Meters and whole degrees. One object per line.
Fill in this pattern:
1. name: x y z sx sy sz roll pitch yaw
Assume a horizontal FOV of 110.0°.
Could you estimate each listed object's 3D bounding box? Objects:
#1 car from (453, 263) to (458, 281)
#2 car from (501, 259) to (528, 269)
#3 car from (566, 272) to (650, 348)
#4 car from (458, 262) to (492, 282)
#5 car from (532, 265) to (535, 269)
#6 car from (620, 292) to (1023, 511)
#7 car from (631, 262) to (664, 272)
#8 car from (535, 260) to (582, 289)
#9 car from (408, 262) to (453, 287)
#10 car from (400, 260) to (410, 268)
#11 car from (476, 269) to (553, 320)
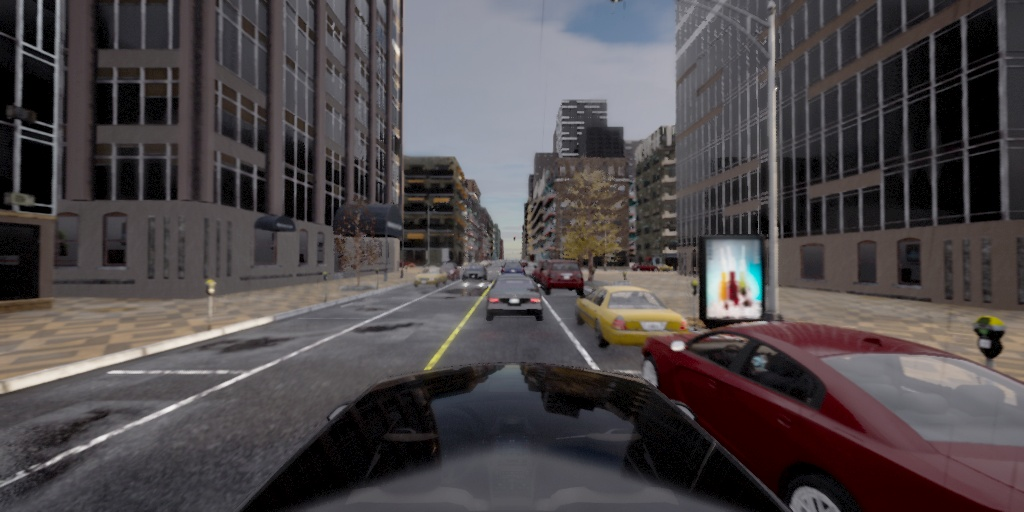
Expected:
1. car: -5.685 1.323 31.226 1.967 1.591 4.097 0 0 0
2. car: 0.092 1.234 31.150 2.097 1.767 4.553 0 0 0
3. car: 2.693 1.308 9.156 1.751 1.417 4.829 0 0 0
4. car: -3.091 1.445 30.779 1.994 1.385 4.181 0 0 0
5. car: 2.694 1.172 25.664 2.192 1.841 5.009 0 0 0
6. car: 2.692 1.303 3.427 1.888 1.381 4.507 0 0 0
7. car: 20.841 1.741 55.926 4.097 1.591 1.967 0 0 0
8. car: 2.694 1.147 20.104 2.192 1.841 5.009 0 0 0
9. car: -5.686 1.383 25.496 1.751 1.417 4.829 0 0 0
10. car: -17.257 1.253 55.611 4.507 1.381 1.888 0 0 0
11. car: 0.085 1.347 12.818 2.033 1.411 5.357 0 0 0
